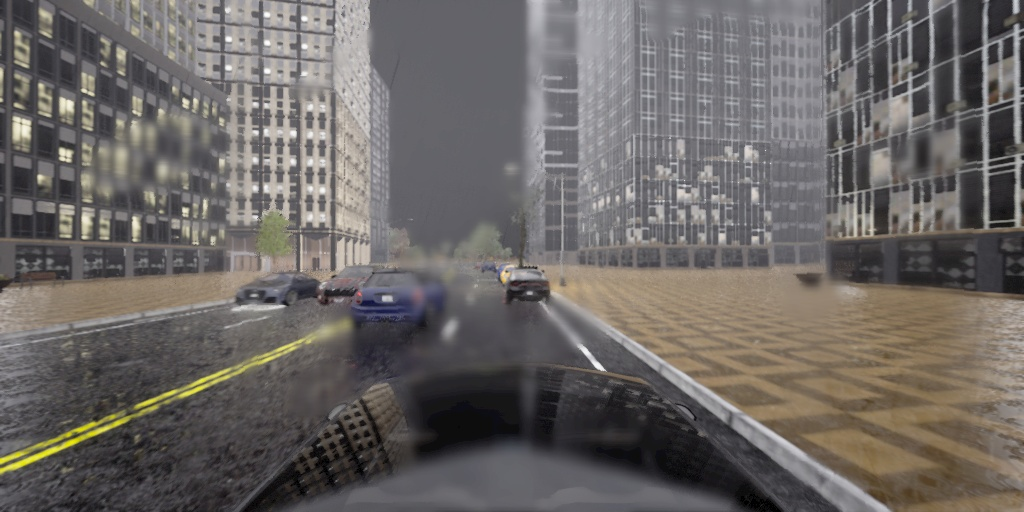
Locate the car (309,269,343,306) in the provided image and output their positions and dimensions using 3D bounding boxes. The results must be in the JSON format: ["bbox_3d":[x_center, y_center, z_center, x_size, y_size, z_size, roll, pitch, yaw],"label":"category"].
[{"bbox_3d":[-6.980,1.203,16.503,2.097,1.767,4.553,0,0,-3],"label":"car"}]

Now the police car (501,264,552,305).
[{"bbox_3d":[0.639,1.269,16.714,1.930,1.638,5.238,0,0,-2],"label":"police car"}]

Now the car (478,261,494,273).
[{"bbox_3d":[-3.359,1.425,51.170,2.097,1.767,4.553,0,0,-8],"label":"car"}]

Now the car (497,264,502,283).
[{"bbox_3d":[0.060,1.365,26.936,1.801,1.575,5.366,0,0,-4],"label":"car"}]

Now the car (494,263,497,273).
[{"bbox_3d":[-0.401,1.426,32.822,1.882,1.535,5.008,0,0,-5],"label":"car"}]

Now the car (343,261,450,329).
[{"bbox_3d":[-3.357,1.168,11.643,2.097,1.767,4.553,0,0,-2],"label":"car"}]

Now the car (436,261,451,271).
[{"bbox_3d":[-11.212,1.629,58.836,2.128,1.511,4.902,0,0,-8],"label":"car"}]

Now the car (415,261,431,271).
[{"bbox_3d":[-14.410,1.629,58.243,2.128,1.511,4.902,0,0,-9],"label":"car"}]

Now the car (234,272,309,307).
[{"bbox_3d":[-10.215,1.416,16.131,1.994,1.385,4.181,0,0,-3],"label":"car"}]
